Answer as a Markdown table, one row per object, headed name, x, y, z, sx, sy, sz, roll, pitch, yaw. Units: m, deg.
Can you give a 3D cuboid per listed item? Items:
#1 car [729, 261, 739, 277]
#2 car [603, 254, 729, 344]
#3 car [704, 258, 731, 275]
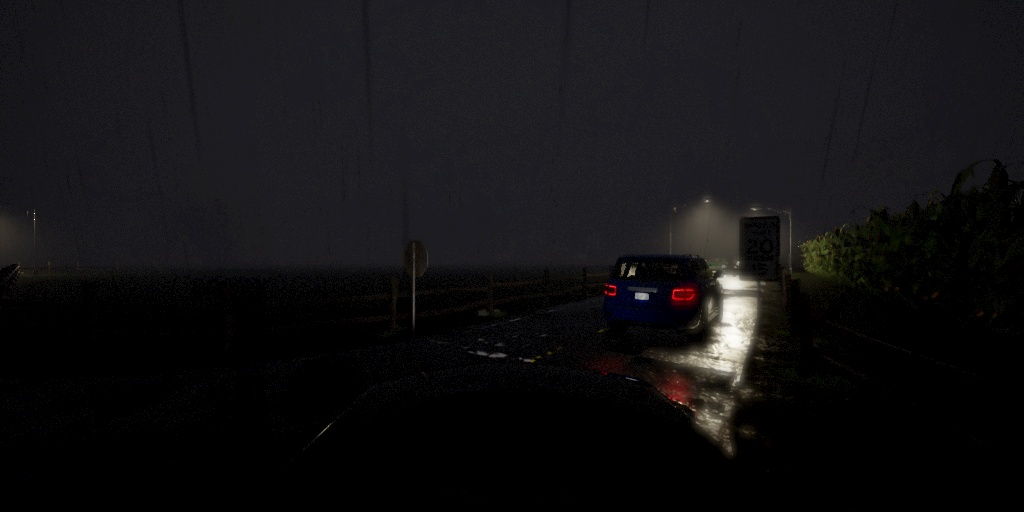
| name | x | y | z | sx | sy | sz | roll | pitch | yaw |
| --- | --- | --- | --- | --- | --- | --- | --- | --- | --- |
| car | 22.843 | 1.257 | 35.135 | 2.128 | 1.511 | 4.902 | 0 | 0 | 37 |
| car | 4.413 | 0.971 | 9.981 | 2.150 | 2.045 | 5.566 | 0 | 0 | 36 |
| car | 22.948 | 1.105 | 40.031 | 2.097 | 1.767 | 4.553 | 0 | 0 | 36 |
